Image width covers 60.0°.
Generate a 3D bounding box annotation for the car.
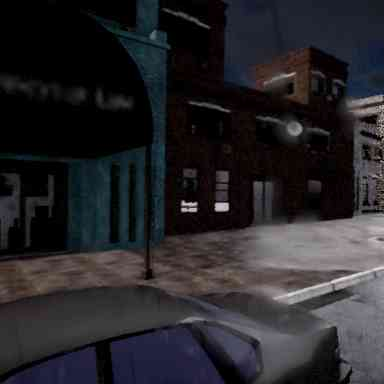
[{"bbox_3d":[-1.004,1.549,2.381,5.357,1.411,2.033,0,0,-36],"label":"car"}]
